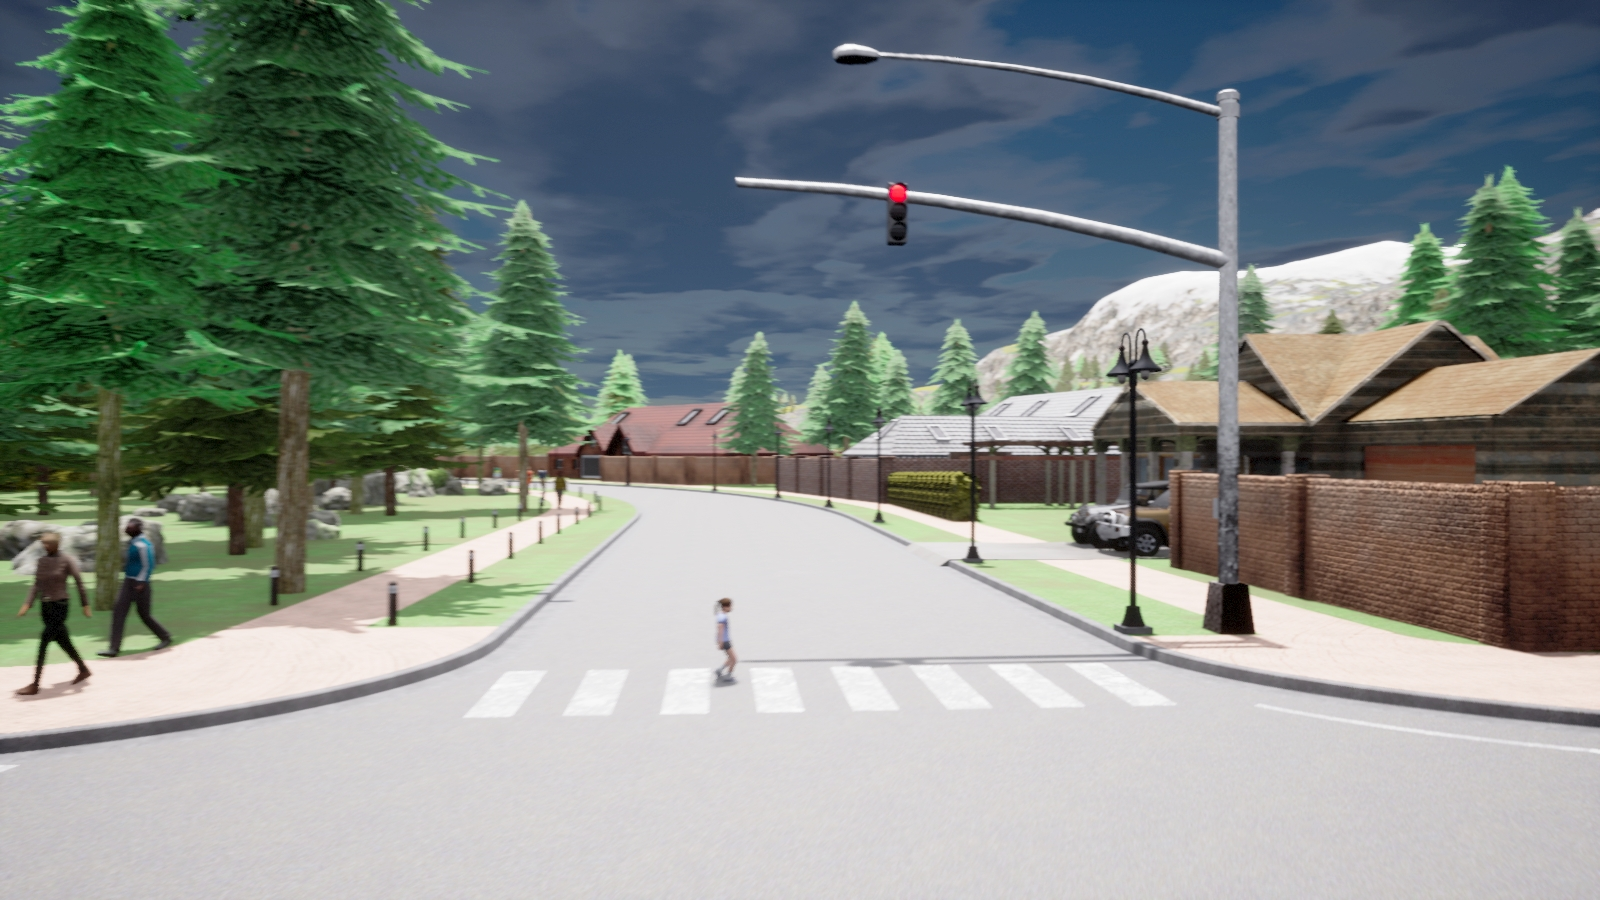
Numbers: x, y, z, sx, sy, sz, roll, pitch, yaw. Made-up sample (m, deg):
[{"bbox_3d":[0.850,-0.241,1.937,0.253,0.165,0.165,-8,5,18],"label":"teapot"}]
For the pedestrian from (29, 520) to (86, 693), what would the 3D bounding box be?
[{"bbox_3d":[-8.245,1.723,12.696,0.375,1.860,0.375,0,0,8],"label":"pedestrian"}]

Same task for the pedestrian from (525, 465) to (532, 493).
[{"bbox_3d":[-17.984,1.920,75.670,0.375,1.860,0.375,0,0,-22],"label":"pedestrian"}]

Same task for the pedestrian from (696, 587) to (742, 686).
[{"bbox_3d":[-0.991,2.254,13.881,0.500,1.100,0.500,0,0,-10],"label":"pedestrian"}]

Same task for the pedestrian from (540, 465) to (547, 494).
[{"bbox_3d":[-16.821,1.918,74.938,0.375,1.860,0.375,0,0,-23],"label":"pedestrian"}]

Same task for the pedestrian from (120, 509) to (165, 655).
[{"bbox_3d":[-8.645,1.725,15.028,0.375,1.860,0.375,0,0,31],"label":"pedestrian"}]

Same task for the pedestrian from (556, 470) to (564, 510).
[{"bbox_3d":[-11.095,1.845,52.815,0.375,1.860,0.375,0,0,-12],"label":"pedestrian"}]
